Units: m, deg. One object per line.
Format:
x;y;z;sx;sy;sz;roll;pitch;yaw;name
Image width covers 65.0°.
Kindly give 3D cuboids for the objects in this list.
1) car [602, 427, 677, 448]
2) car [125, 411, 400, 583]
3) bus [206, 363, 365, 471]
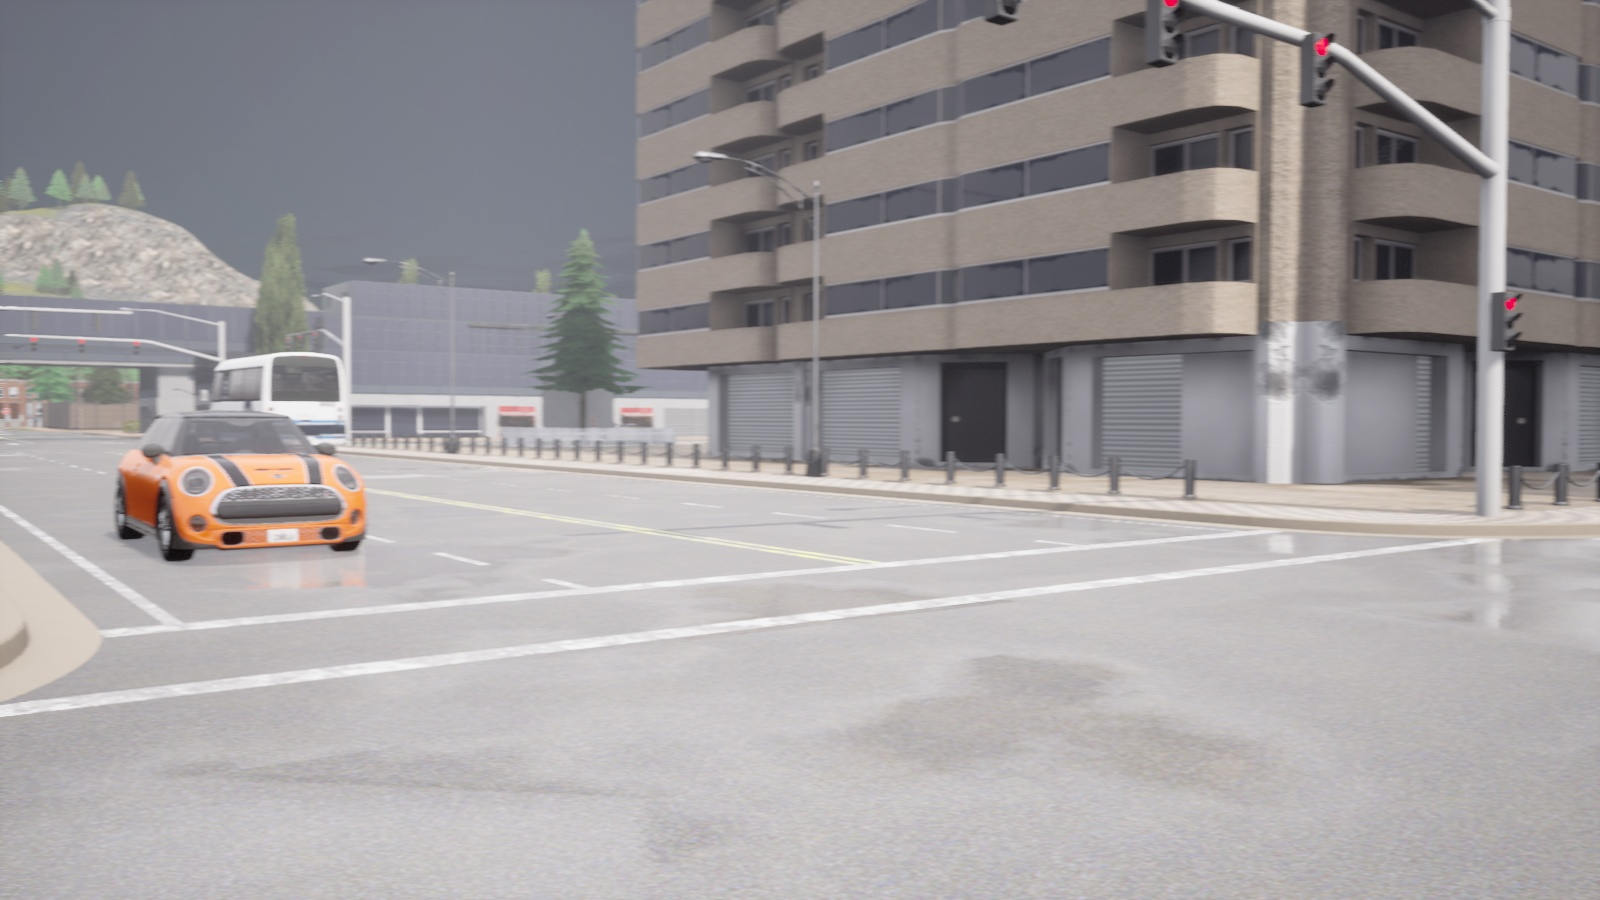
-10.920;-0.877;85.731;4.718;1.301;1.895;-2;2;-36;car
-6.773;0.455;15.507;2.097;1.767;4.553;-2;2;-36;car
-22.634;-1.414;54.748;3.944;4.253;10.273;-2;2;-36;bus
